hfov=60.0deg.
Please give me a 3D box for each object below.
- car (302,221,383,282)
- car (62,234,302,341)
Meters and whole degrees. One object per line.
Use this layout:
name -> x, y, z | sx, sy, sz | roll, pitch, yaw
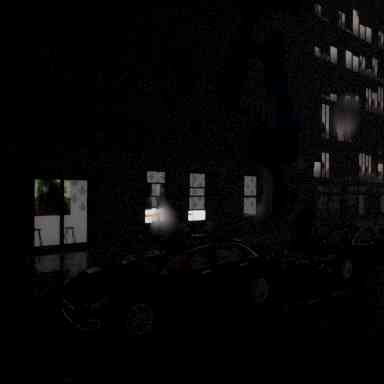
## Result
car -> 4.473, 1.550, 9.696 | 4.403, 1.369, 2.008 | 0, 0, -35
car -> -0.162, 1.551, 6.420 | 4.403, 1.369, 2.008 | 0, 0, -35
